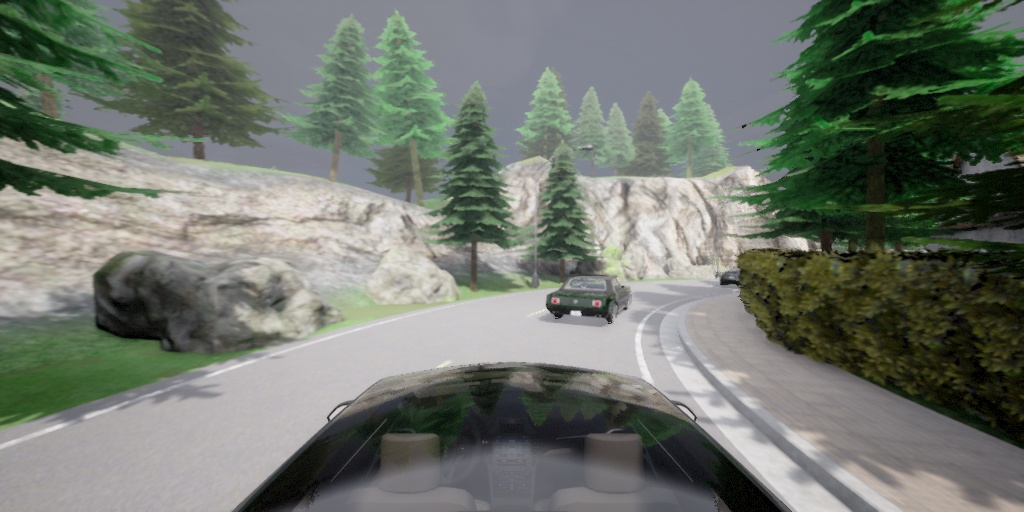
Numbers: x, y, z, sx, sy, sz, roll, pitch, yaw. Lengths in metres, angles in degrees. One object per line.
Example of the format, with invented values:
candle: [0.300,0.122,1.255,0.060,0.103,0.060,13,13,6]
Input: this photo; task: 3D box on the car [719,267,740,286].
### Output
car: [16.072,1.388,24.354,4.181,1.385,1.994,0,0,-29]

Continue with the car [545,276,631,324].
car: [2.811,1.344,12.178,1.895,1.301,4.718,1,0,26]
